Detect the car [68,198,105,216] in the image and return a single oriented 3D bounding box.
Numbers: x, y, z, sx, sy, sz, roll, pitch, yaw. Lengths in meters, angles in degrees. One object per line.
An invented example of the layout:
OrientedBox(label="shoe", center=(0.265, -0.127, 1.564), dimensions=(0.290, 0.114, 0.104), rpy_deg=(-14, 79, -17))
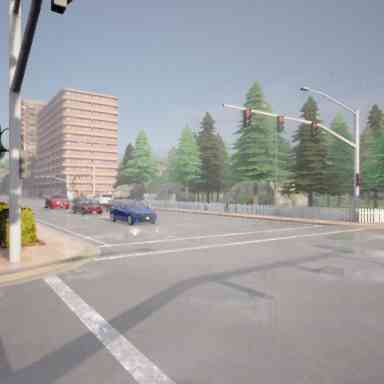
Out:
OrientedBox(label="car", center=(-10.375, 1.601, 32.937), dimensions=(1.895, 1.301, 4.718), rpy_deg=(0, 0, -35))

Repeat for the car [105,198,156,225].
OrientedBox(label="car", center=(-4.385, 1.478, 24.301), dimensions=(1.882, 1.535, 5.008), rpy_deg=(0, 0, -35))

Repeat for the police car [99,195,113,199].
OrientedBox(label="police car", center=(-7.906, 1.425, 35.678), dimensions=(1.930, 1.638, 5.238), rpy_deg=(0, 0, -35))

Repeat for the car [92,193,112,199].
OrientedBox(label="car", center=(-13.626, 1.221, 50.145), dimensions=(2.150, 2.045, 5.566), rpy_deg=(0, 0, -34))

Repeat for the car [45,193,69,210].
OrientedBox(label="car", center=(-17.651, 1.212, 43.466), dimensions=(2.150, 2.045, 5.566), rpy_deg=(0, 1, -34))
